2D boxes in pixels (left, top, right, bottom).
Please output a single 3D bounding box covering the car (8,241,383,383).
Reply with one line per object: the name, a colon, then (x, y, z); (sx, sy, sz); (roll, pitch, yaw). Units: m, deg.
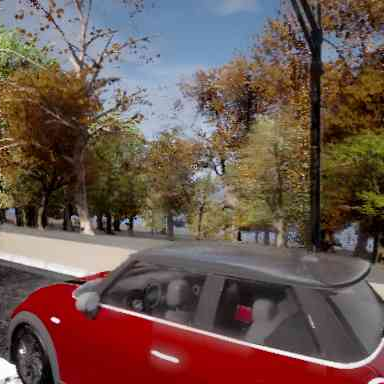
car: (-0.082, 1.359, 3.743); (4.553, 1.767, 2.097); (0, 0, 36)
